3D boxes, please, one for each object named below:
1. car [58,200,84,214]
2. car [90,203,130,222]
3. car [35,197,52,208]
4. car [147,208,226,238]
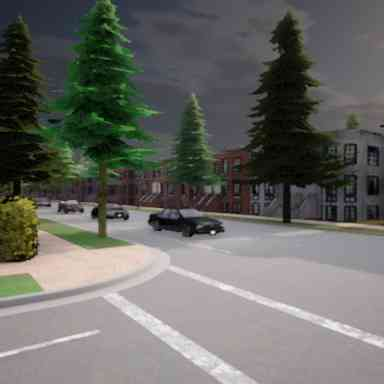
[{"bbox_3d":[-13.072,1.555,35.734,1.812,1.442,4.674,0,0,-35],"label":"car"},{"bbox_3d":[-6.648,1.594,26.785,1.994,1.385,4.181,0,0,-36],"label":"car"},{"bbox_3d":[-21.469,1.521,47.530,2.128,1.511,4.902,0,0,-35],"label":"car"},{"bbox_3d":[-0.528,1.578,18.274,2.033,1.411,5.357,0,0,-36],"label":"car"}]
